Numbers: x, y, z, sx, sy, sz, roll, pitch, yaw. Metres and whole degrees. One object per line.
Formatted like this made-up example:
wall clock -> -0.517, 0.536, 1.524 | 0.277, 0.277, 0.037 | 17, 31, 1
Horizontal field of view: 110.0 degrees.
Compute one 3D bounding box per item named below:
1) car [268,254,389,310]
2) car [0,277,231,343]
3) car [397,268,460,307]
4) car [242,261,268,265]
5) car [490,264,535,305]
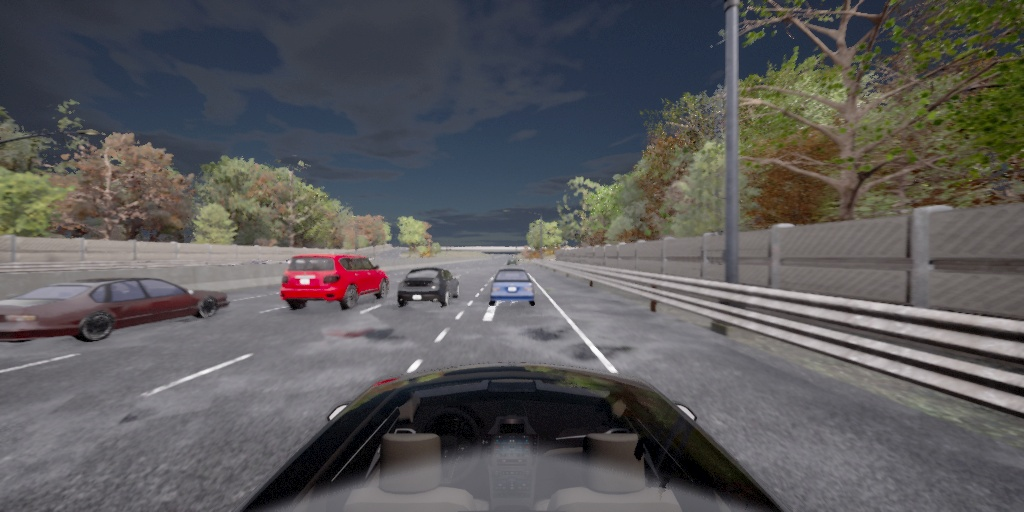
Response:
car -> -6.896, 0.936, 14.623 | 2.150, 2.045, 5.566 | 0, 0, 0
car -> -10.397, 1.269, 9.567 | 2.033, 1.411, 5.357 | 0, 0, 0
car -> -3.392, 1.223, 15.227 | 1.837, 1.490, 4.892 | 0, 0, 0
car -> -31.526, 1.255, 44.105 | 1.895, 1.301, 4.718 | 0, 0, 1
car -> 0.008, 1.268, 15.810 | 2.033, 1.411, 5.357 | 0, 0, 0
